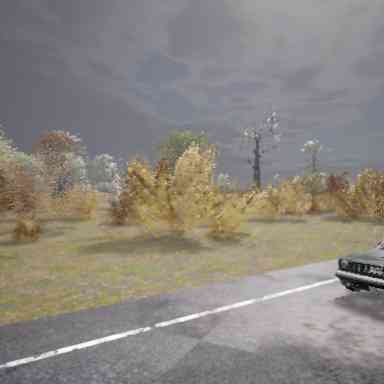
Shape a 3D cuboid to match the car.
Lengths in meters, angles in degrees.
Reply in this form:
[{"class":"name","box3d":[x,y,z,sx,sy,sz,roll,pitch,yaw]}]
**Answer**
[{"class":"car","box3d":[5.443,1.633,7.794,4.718,1.301,1.895,0,0,-35]}]
